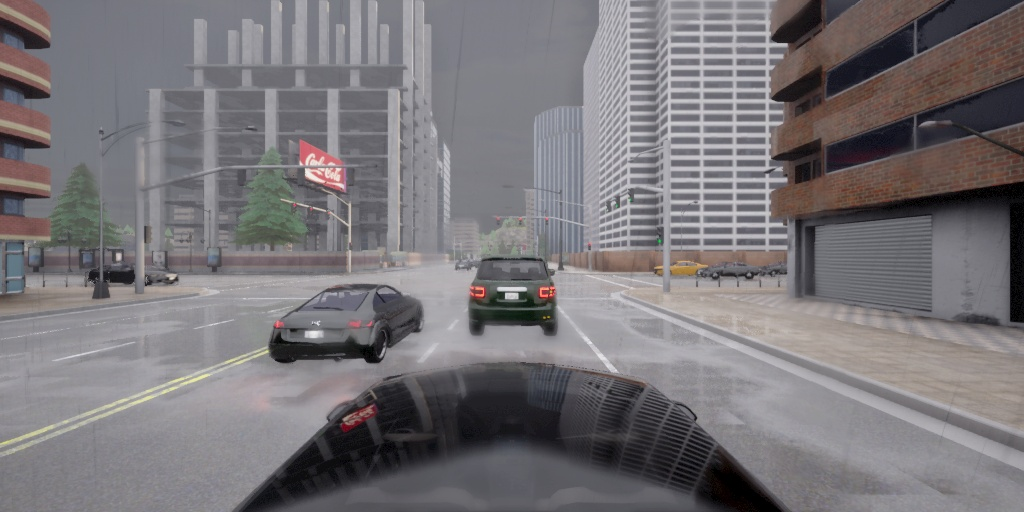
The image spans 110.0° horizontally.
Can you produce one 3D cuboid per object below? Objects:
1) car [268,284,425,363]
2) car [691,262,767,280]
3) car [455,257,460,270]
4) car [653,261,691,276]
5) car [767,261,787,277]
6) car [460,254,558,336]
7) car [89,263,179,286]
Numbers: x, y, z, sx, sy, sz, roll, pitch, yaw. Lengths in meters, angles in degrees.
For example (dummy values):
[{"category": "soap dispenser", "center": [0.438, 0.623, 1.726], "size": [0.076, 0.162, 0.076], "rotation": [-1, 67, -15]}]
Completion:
[{"category": "car", "center": [-3.375, 1.314, 8.156], "size": [1.994, 1.385, 4.181], "rotation": [0, 0, 0]}, {"category": "car", "center": [18.782, 1.241, 31.245], "size": [4.902, 1.511, 2.128], "rotation": [0, 0, 0]}, {"category": "car", "center": [-6.822, 1.241, 50.693], "size": [2.128, 1.511, 4.902], "rotation": [0, 0, 0]}, {"category": "car", "center": [16.305, 1.227, 34.746], "size": [5.008, 1.535, 1.882], "rotation": [0, 0, 0]}, {"category": "car", "center": [26.241, 1.241, 34.733], "size": [4.902, 1.511, 2.128], "rotation": [0, 0, 0]}, {"category": "car", "center": [0.102, 0.971, 10.543], "size": [2.150, 2.045, 5.566], "rotation": [0, 0, 2]}, {"category": "car", "center": [-25.235, 1.242, 24.054], "size": [4.902, 1.511, 2.128], "rotation": [0, 0, 0]}]
